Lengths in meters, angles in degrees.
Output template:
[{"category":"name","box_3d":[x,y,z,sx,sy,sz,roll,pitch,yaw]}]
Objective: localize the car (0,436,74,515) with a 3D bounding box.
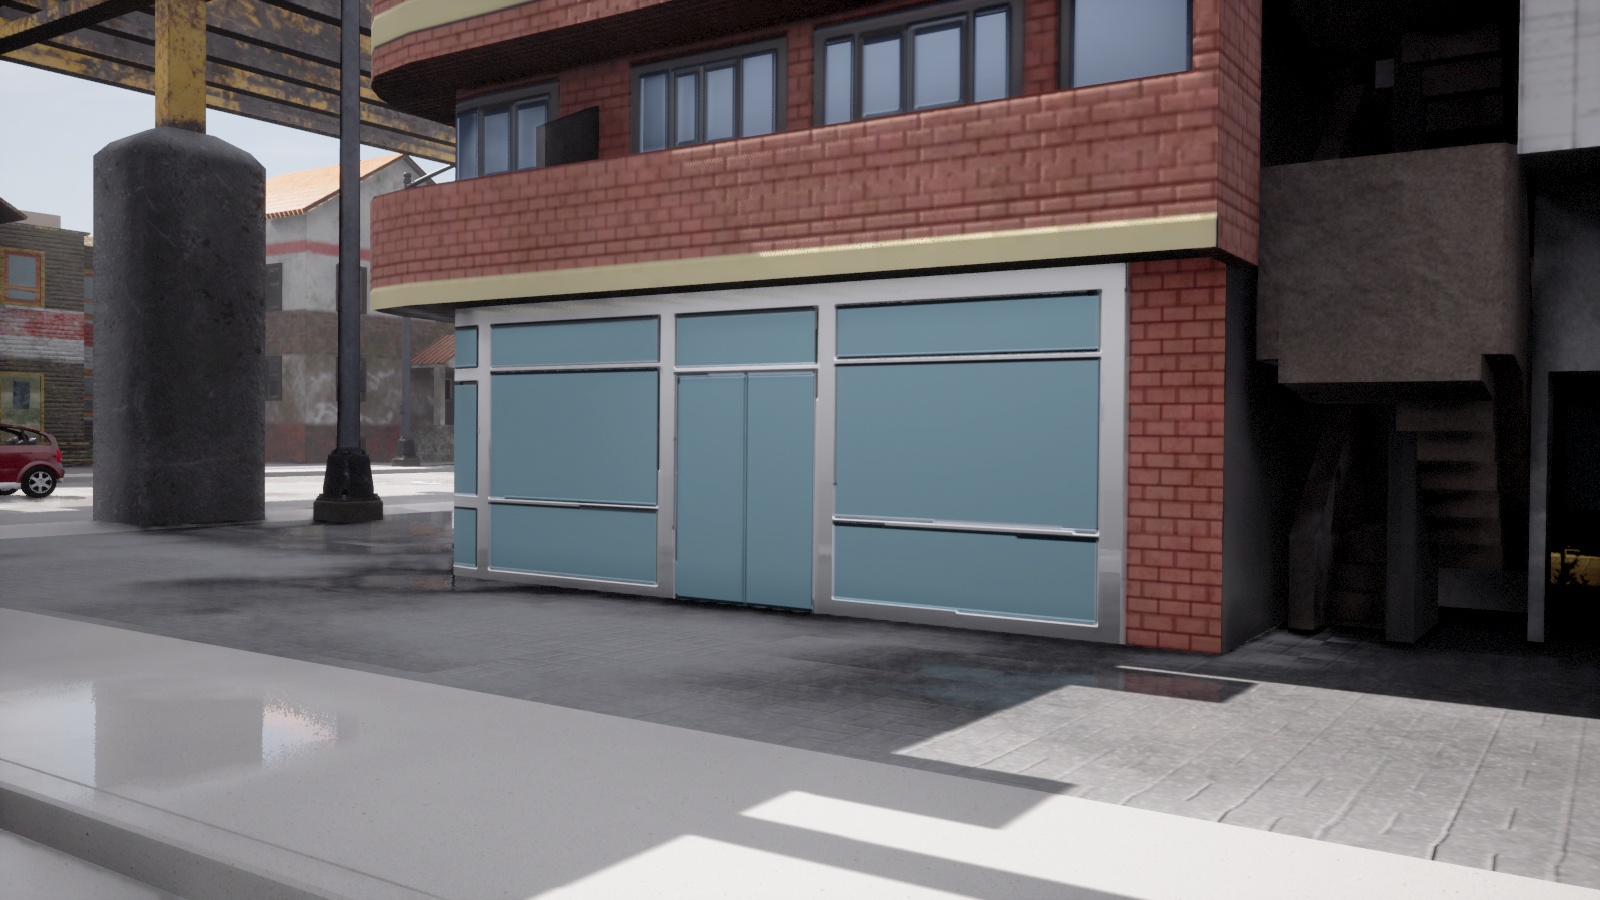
[{"category":"car","box_3d":[-16.831,0.521,24.977,1.789,1.549,3.705,0,1,33]}]
